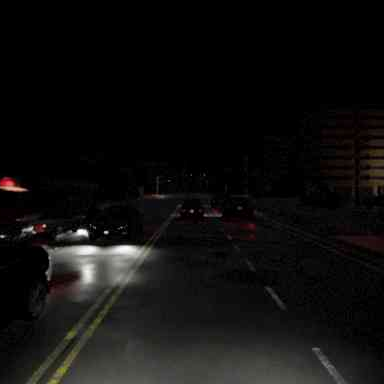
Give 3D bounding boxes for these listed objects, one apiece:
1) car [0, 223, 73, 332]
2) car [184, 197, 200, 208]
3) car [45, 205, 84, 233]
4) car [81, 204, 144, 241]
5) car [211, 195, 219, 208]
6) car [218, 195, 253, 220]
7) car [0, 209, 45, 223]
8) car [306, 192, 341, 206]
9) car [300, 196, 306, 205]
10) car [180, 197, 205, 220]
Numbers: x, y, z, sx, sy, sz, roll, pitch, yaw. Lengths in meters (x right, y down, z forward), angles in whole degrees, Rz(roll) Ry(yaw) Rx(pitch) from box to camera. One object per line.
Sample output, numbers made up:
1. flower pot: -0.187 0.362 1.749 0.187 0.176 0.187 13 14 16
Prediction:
1. car: -3.589 1.468 4.415 2.128 1.511 4.902 0 0 0
2. car: 0.044 1.333 43.598 1.994 1.385 4.181 0 0 0
3. car: -7.001 1.514 16.270 1.895 1.301 4.718 0 0 0
4. car: -3.524 1.420 16.153 1.837 1.490 4.892 0 0 0
5. car: 3.542 1.125 43.032 2.097 1.767 4.553 0 0 0
6. car: 3.521 1.210 26.507 2.097 1.767 4.553 0 0 0
7. car: -7.067 1.490 10.774 2.033 1.411 5.357 0 0 0
8. car: 17.787 0.922 44.182 3.866 1.878 1.905 0 0 -2
9. car: 17.767 0.903 47.077 4.605 1.855 1.932 0 0 -2
10. car: 0.020 1.408 26.325 2.033 1.411 5.357 0 0 0
